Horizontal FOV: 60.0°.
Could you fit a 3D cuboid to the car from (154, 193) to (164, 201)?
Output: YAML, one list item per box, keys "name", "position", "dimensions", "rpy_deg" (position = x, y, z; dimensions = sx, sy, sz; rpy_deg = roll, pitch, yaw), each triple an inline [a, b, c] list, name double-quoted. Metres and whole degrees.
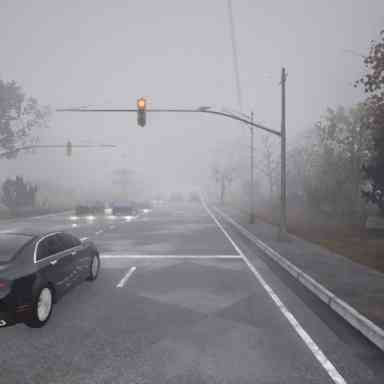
- name: "car"
  position: [-6.601, 0.902, 66.996]
  dimensions: [2.033, 1.411, 5.357]
  rpy_deg: [0, 3, 1]

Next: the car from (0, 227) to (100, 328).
- name: "car"
  position: [-3.374, 1.505, 6.997]
  dimensions: [1.837, 1.490, 4.892]
  rpy_deg: [0, 0, 0]

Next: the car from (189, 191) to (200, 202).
- name: "car"
  position: [0.492, 1.004, 63.880]
  dimensions: [2.128, 1.511, 4.902]
  rpy_deg: [0, 3, 0]

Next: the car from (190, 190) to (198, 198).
- name: "car"
  position: [0.462, 0.455, 74.247]
  dimensions: [1.882, 1.535, 5.008]
  rpy_deg: [0, 3, 0]

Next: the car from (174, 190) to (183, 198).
- name: "car"
  position: [-3.032, 0.445, 74.460]
  dimensions: [1.882, 1.535, 5.008]
  rpy_deg: [0, 3, 0]

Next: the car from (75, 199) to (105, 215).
- name: "car"
  position: [-10.411, 1.478, 34.298]
  dimensions: [1.882, 1.535, 5.008]
  rpy_deg: [0, 0, 0]

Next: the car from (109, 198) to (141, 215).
- name: "car"
  position: [-6.908, 1.478, 34.649]
  dimensions: [1.882, 1.535, 5.008]
  rpy_deg: [0, 0, 1]

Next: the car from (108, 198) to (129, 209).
- name: "car"
  position: [-10.325, 1.600, 46.821]
  dimensions: [1.895, 1.301, 4.718]
  rpy_deg: [0, 0, 0]

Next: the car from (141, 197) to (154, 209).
- name: "car"
  position: [-6.830, 1.526, 45.942]
  dimensions: [1.812, 1.442, 4.674]
  rpy_deg: [0, 0, 1]

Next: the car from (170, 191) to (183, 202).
- name: "car"
  position: [-3.007, 0.839, 64.409]
  dimensions: [2.097, 1.767, 4.553]
  rpy_deg: [0, 3, 0]
